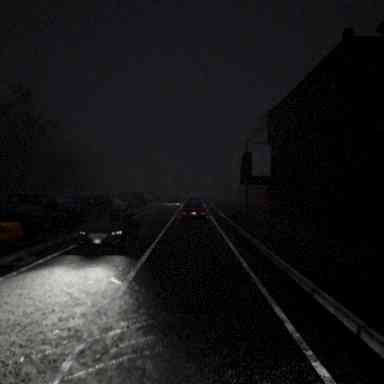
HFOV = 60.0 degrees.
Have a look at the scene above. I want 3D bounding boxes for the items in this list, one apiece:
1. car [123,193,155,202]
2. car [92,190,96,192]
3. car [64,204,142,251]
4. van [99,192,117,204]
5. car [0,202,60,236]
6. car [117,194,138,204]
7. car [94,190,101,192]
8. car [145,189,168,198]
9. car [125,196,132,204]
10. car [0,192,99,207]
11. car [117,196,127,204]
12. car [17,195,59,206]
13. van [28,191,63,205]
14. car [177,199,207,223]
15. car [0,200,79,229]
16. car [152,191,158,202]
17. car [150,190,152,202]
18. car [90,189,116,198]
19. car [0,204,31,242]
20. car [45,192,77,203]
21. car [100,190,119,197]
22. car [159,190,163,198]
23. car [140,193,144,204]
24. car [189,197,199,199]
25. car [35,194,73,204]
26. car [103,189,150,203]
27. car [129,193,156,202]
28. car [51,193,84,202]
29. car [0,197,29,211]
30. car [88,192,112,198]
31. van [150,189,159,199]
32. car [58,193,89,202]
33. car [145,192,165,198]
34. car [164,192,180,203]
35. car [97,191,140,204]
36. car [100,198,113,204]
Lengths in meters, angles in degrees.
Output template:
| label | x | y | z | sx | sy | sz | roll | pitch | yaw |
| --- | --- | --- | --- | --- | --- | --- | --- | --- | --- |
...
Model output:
| label | x | y | z | sx | sy | sz | roll | pitch | yaw |
| --- | --- | --- | --- | --- | --- | --- | --- | --- | --- |
| car | -9.278 | 1.001 | 58.240 | 5.366 | 1.575 | 1.946 | 0 | 1 | 0 |
| car | -21.658 | 0.945 | 63.887 | 4.792 | 1.488 | 2.163 | 0 | 1 | 0 |
| car | -3.340 | 1.467 | 14.174 | 2.128 | 1.511 | 4.902 | 0 | 0 | 0 |
| van | -9.373 | 1.201 | 29.844 | 4.442 | 1.987 | 1.878 | 0 | 0 | 0 |
| car | -9.332 | 1.407 | 15.836 | 5.008 | 1.535 | 2.097 | 0 | 0 | 0 |
| car | -9.201 | 1.321 | 38.461 | 5.008 | 1.535 | 2.097 | 0 | 1 | 0 |
| car | -21.608 | 0.870 | 66.710 | 5.008 | 1.535 | 2.097 | 0 | 1 | 0 |
| car | -8.918 | 0.336 | 83.662 | 5.566 | 2.045 | 2.435 | 0 | 1 | 0 |
| car | -9.220 | 1.406 | 35.637 | 4.674 | 1.452 | 2.002 | 0 | 1 | 0 |
| car | -9.277 | 1.165 | 21.487 | 5.566 | 2.045 | 2.435 | 0 | 0 | 0 |
| car | -9.242 | 1.447 | 32.803 | 4.674 | 1.452 | 2.002 | 0 | 1 | 0 |
| car | -21.734 | 1.187 | 46.948 | 4.892 | 1.521 | 2.231 | 0 | 1 | 0 |
| van | -21.826 | 0.915 | 49.771 | 4.442 | 1.987 | 1.878 | 0 | 1 | 0 |
| car | 0.142 | 1.488 | 25.164 | 2.033 | 1.411 | 5.357 | 0 | 0 | 0 |
| car | -9.326 | 1.412 | 18.661 | 5.008 | 1.535 | 2.097 | 0 | 0 | 0 |
| car | -8.924 | 1.047 | 55.412 | 5.366 | 1.575 | 1.946 | 0 | 1 | 0 |
| car | -9.157 | 0.969 | 52.586 | 4.553 | 1.767 | 2.185 | 0 | 1 | 0 |
| car | -21.508 | 0.389 | 80.699 | 5.566 | 2.045 | 2.435 | 0 | 1 | 0 |
| car | -9.539 | 1.400 | 13.011 | 5.366 | 1.575 | 1.946 | 0 | 0 | 0 |
| car | -21.709 | 0.927 | 55.291 | 4.553 | 1.767 | 2.185 | 0 | 1 | 0 |
| car | -21.440 | 0.406 | 86.479 | 4.553 | 1.767 | 2.185 | 0 | 0 | 0 |
| car | -9.030 | 0.864 | 69.541 | 4.674 | 1.452 | 2.002 | 0 | 1 | 0 |
| car | -9.177 | 1.271 | 44.113 | 4.674 | 1.452 | 2.002 | 0 | 1 | 0 |
| car | 0.247 | 1.324 | 42.796 | 2.033 | 1.411 | 5.357 | 0 | 1 | 0 |
| car | -21.700 | 1.098 | 52.470 | 5.008 | 1.535 | 2.097 | 0 | 1 | 0 |
| car | -9.186 | 0.934 | 46.933 | 5.566 | 2.045 | 2.435 | 0 | 1 | 0 |
| car | -9.074 | 0.999 | 61.065 | 4.674 | 1.452 | 2.002 | 0 | 1 | 0 |
| car | -21.657 | 1.007 | 58.116 | 5.008 | 1.535 | 2.097 | 0 | 1 | 0 |
| car | -21.810 | 1.351 | 38.481 | 4.792 | 1.488 | 2.163 | 0 | 1 | 0 |
| car | -21.558 | 0.687 | 78.003 | 4.892 | 1.521 | 2.231 | 0 | 1 | 0 |
| van | -9.177 | 0.688 | 63.886 | 4.442 | 1.987 | 1.878 | 0 | 1 | 0 |
| car | -21.650 | 0.962 | 60.939 | 5.008 | 1.535 | 2.097 | 0 | 1 | 0 |
| car | -8.960 | 0.676 | 80.843 | 4.674 | 1.452 | 2.002 | 0 | 1 | 0 |
| car | -3.039 | 1.134 | 56.061 | 2.033 | 1.411 | 5.357 | 0 | 1 | 1 |
| car | -9.222 | 1.150 | 41.285 | 4.553 | 1.767 | 2.185 | 0 | 1 | 0 |
| car | -9.275 | 1.466 | 27.138 | 4.674 | 1.452 | 2.002 | 0 | 0 | 0 |
